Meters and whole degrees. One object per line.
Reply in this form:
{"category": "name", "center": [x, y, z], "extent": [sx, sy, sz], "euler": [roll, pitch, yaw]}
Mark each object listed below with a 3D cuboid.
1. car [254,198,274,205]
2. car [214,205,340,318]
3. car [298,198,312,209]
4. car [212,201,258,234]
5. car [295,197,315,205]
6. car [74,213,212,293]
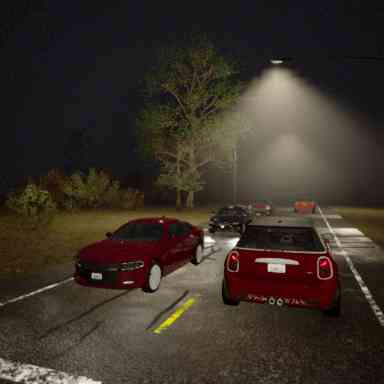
{"category": "car", "center": [6.421, 1.359, 30.573], "extent": [2.097, 1.767, 4.553], "euler": [0, 0, 20]}
{"category": "car", "center": [2.187, 1.353, 7.826], "extent": [2.097, 1.767, 4.553], "euler": [0, 0, 19]}
{"category": "car", "center": [15.881, 1.538, 46.584], "extent": [1.812, 1.442, 4.674], "euler": [0, 0, 19]}
{"category": "car", "center": [2.356, 1.508, 19.104], "extent": [1.837, 1.490, 4.892], "euler": [0, 0, 20]}
{"category": "car", "center": [12.683, 1.360, 37.363], "extent": [2.097, 1.767, 4.553], "euler": [0, 0, 20]}
{"category": "car", "center": [-1.138, 1.479, 9.271], "extent": [1.882, 1.535, 5.008], "euler": [0, 0, 20]}
